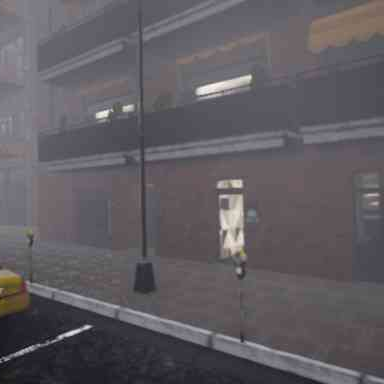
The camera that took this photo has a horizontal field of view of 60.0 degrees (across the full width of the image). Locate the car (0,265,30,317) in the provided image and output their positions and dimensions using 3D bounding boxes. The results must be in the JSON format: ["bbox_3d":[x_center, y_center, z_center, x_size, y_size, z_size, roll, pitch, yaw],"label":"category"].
[{"bbox_3d":[-5.070,1.608,6.510,4.829,1.417,1.752,-1,-1,35],"label":"car"}]
